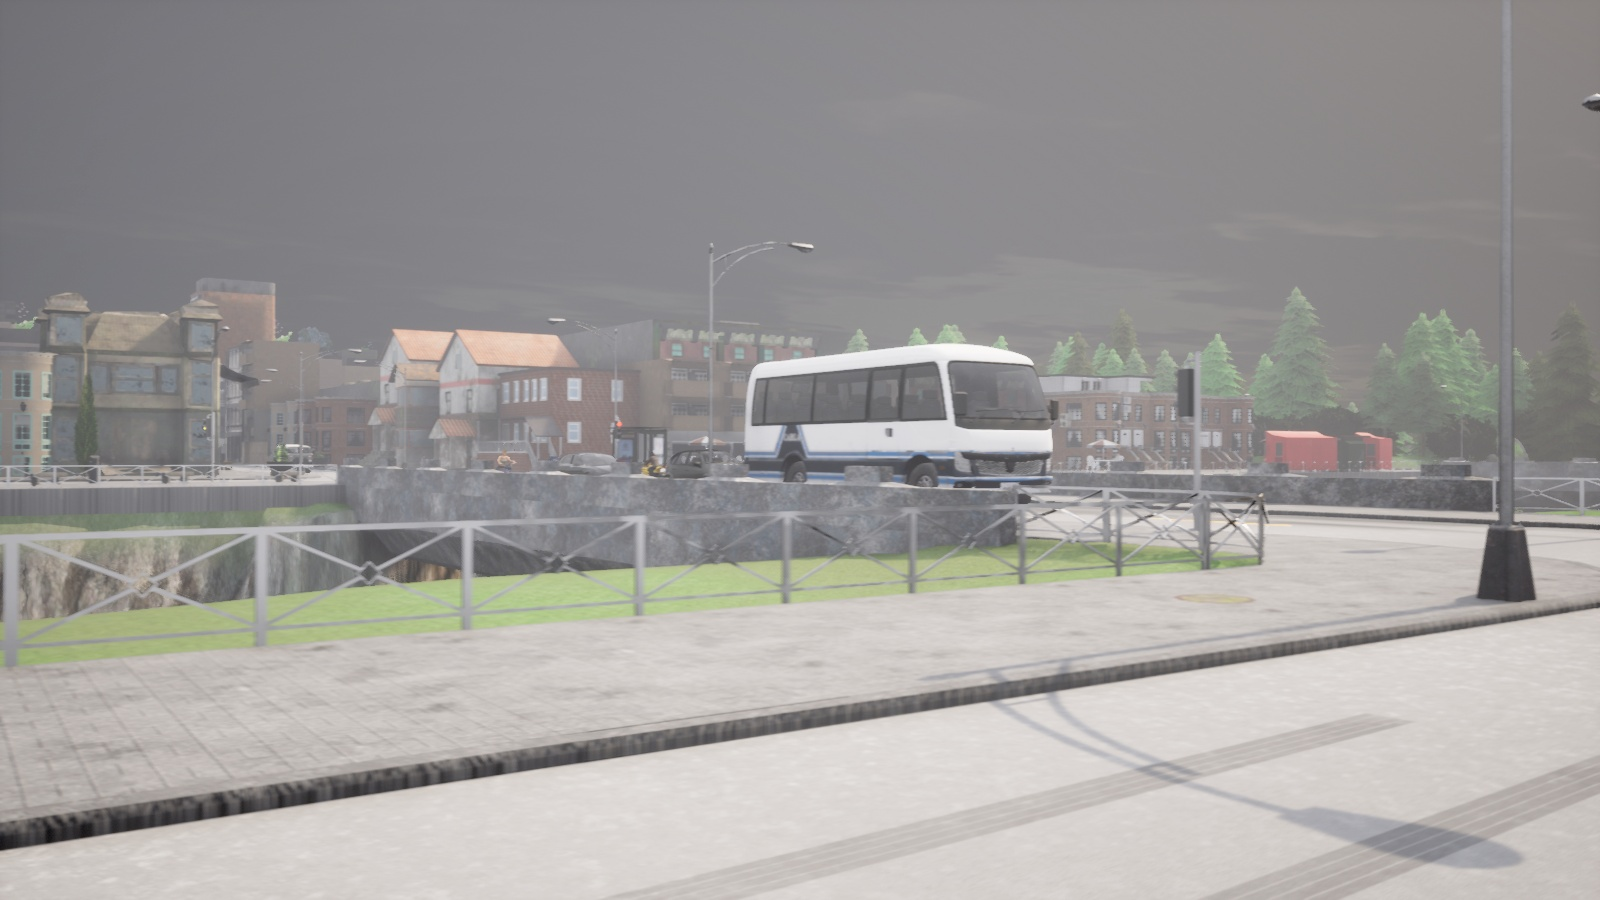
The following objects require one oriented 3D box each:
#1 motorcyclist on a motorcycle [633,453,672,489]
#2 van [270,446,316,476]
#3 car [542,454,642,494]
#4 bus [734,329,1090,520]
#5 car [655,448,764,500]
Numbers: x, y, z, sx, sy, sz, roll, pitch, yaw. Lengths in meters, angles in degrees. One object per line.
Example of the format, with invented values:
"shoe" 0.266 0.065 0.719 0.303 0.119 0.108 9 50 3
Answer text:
"motorcyclist on a motorcycle" -6.224 0.870 52.844 0.797 1.523 2.044 0 0 -34
"van" -35.537 0.759 87.932 2.069 2.038 4.480 0 0 -35
"car" -8.110 0.886 48.550 1.837 1.490 4.892 0 0 -36
"bus" 2.530 -0.555 33.460 3.944 4.253 10.273 0 0 -33
"car" -3.033 0.751 41.392 1.851 1.617 3.988 0 0 -33
